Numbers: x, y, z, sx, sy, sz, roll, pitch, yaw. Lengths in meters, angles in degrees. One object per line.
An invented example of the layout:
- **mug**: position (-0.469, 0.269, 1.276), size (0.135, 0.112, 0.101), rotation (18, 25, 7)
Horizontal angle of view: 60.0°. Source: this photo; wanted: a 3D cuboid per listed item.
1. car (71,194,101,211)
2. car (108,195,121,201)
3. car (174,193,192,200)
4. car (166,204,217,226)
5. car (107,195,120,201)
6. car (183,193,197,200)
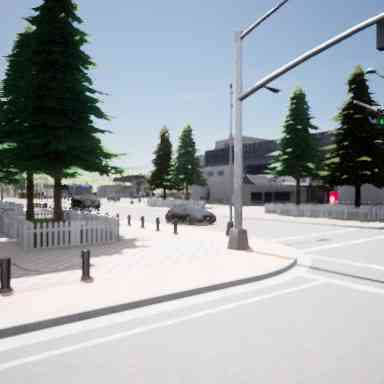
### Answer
- **car**: position (-13.186, 1.238, 41.147), size (2.150, 2.045, 5.566), rotation (0, 0, -37)
- **car**: position (-17.691, 1.381, 75.959), size (1.845, 1.501, 3.633), rotation (0, 0, -37)
- **car**: position (-2.699, 1.100, 86.942), size (1.932, 1.855, 4.605), rotation (0, 0, -37)
- **car**: position (-0.129, 1.574, 23.812), size (1.994, 1.385, 4.181), rotation (0, 0, -37)
- **car**: position (-19.730, 1.391, 83.692), size (1.970, 1.475, 3.806), rotation (0, 0, -37)
- **car**: position (-0.615, 1.079, 89.008), size (1.905, 1.878, 3.866), rotation (0, 0, -37)
